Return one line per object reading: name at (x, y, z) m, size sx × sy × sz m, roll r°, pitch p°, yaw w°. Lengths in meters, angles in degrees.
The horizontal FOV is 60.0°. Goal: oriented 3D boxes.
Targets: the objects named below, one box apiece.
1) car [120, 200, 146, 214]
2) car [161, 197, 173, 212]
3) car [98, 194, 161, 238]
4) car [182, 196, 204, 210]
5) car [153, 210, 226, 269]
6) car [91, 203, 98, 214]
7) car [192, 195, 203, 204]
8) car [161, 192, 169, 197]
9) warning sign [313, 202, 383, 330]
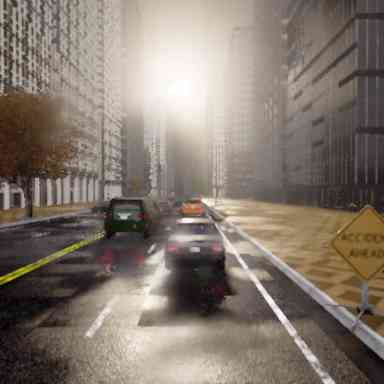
car at (-6.592, 1.658, 37.974) m, size 2.033 × 1.411 × 5.357 m, roll 0°, pitch 0°, yaw 0°
car at (-3.146, 1.631, 36.317) m, size 1.812 × 1.442 × 4.674 m, roll 0°, pitch 0°, yaw 0°
car at (-3.149, 1.276, 18.081) m, size 2.150 × 2.045 × 5.566 m, roll 0°, pitch 0°, yaw 0°
car at (0.101, 1.447, 33.015) m, size 2.097 × 1.767 × 4.553 m, roll 0°, pitch 0°, yaw 0°
car at (0.087, 1.581, 11.296) m, size 2.033 × 1.411 × 5.357 m, roll 0°, pitch 0°, yaw 0°
car at (-9.841, 1.709, 37.394) m, size 1.895 × 1.301 × 4.718 m, roll 0°, pitch 0°, yaw 0°
car at (1.147, 1.560, 71.485) m, size 2.097 × 1.767 × 4.553 m, roll 0°, pitch 0°, yaw 0°
car at (-6.489, 1.070, 78.516) m, size 2.150 × 2.045 × 5.566 m, roll 0°, pitch 0°, yaw 0°
warning sign at (2.866, 1.132, 5.490) m, size 1.300 × 1.860 × 1.060 m, roll 1°, pitch 1°, yaw 0°
